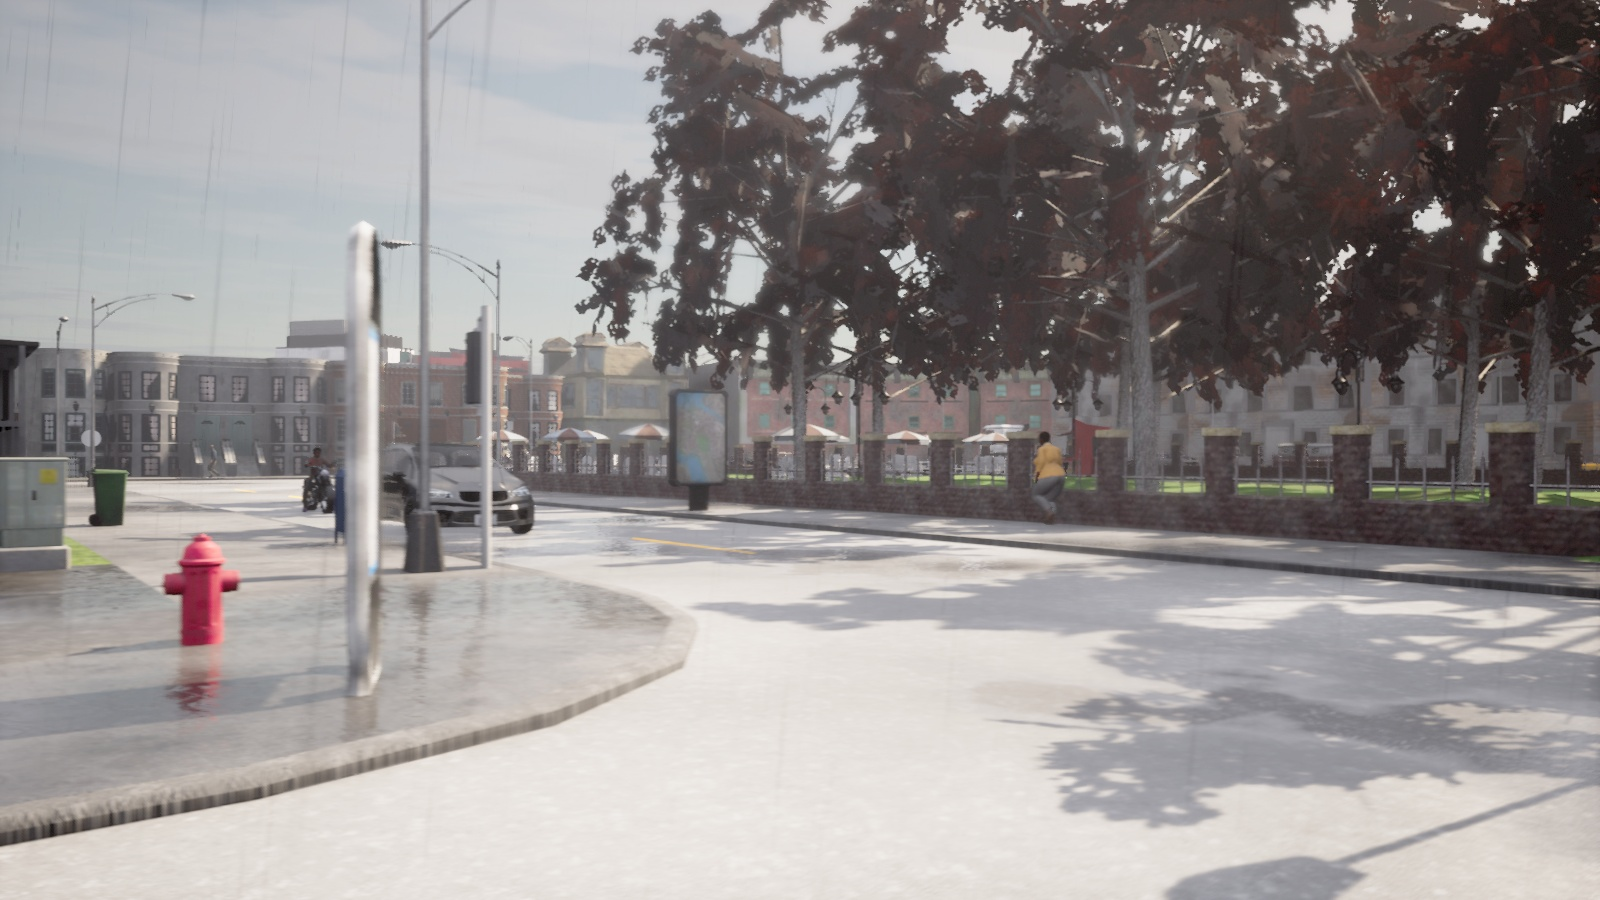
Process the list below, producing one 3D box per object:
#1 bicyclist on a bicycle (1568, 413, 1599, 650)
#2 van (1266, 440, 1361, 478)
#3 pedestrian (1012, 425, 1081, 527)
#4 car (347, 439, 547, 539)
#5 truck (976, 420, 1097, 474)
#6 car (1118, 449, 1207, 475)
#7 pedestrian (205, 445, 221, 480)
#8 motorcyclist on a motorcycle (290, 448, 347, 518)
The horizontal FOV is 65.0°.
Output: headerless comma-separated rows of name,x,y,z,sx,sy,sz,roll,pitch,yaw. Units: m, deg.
bicyclist on a bicycle,6.273,0.604,8.777,0.659,1.776,1.843,-2,0,2
van,27.567,0.488,67.529,1.775,1.987,4.442,0,0,-35
pedestrian,4.627,0.472,23.575,0.874,1.855,0.900,0,0,-35
car,-6.714,0.650,23.516,2.242,1.667,4.611,0,0,-34
truck,15.751,-0.173,84.127,2.891,3.462,7.936,0,0,-39
car,21.839,0.728,75.758,2.128,1.511,4.902,0,0,-35
pedestrian,-31.071,0.673,66.432,0.726,1.842,0.402,0,0,-30
motorcyclist on a motorcycle,-11.875,0.787,30.952,0.766,1.649,2.350,0,0,-35
